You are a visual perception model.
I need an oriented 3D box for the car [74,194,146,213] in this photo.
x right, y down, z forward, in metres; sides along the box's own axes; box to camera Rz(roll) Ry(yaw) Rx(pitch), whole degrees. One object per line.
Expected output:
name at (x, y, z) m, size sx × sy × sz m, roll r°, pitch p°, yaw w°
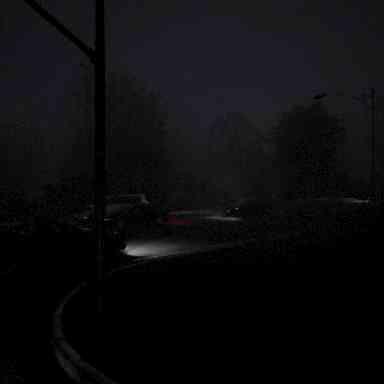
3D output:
car at (-5.743, 1.212, 24.222) m, size 5.566 × 2.045 × 2.150 m, roll -1°, pitch 1°, yaw -41°

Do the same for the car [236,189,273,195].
car at (5.880, 0.737, 33.341) m, size 5.566 × 2.045 × 2.150 m, roll -3°, pitch 2°, yaw -35°

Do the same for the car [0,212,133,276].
car at (-4.780, 1.596, 10.603) m, size 5.357 × 1.411 × 2.033 m, roll 0°, pitch 0°, yaw -45°

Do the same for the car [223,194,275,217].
car at (4.771, 1.199, 28.213) m, size 4.674 × 1.442 × 1.812 m, roll -3°, pitch 2°, yaw -37°

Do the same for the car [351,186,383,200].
car at (20.915, 0.178, 38.267) m, size 4.181 × 1.385 × 1.994 m, roll -4°, pitch 2°, yaw -27°

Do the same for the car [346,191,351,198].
car at (22.375, -0.039, 42.940) m, size 5.357 × 1.411 × 2.033 m, roll -4°, pitch 2°, yaw -26°

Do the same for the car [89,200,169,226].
car at (-3.728, 1.494, 21.300) m, size 4.892 × 1.490 × 1.837 m, roll -1°, pitch 1°, yaw -41°
